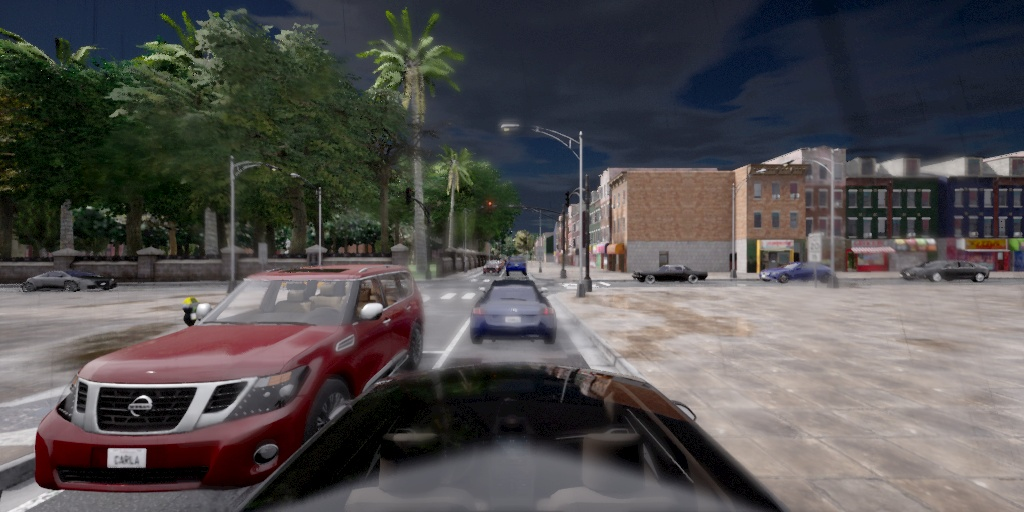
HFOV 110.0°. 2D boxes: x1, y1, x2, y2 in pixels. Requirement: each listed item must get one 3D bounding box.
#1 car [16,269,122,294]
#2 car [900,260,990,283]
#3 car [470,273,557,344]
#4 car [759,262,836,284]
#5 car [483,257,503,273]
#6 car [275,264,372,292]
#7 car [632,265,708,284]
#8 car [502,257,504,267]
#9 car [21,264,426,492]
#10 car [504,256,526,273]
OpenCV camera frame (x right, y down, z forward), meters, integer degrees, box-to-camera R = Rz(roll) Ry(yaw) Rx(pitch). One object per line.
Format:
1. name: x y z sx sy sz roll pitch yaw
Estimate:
1. car: -27.640 1.589 22.487 4.181 1.385 1.994 -1 0 0
2. car: 30.271 1.070 25.167 4.892 1.490 1.837 0 0 0
3. car: 0.042 1.316 9.585 1.994 1.385 4.181 0 0 0
4. car: 20.030 1.144 25.218 4.674 1.442 1.812 0 0 0
5. car: -2.399 1.266 43.115 1.967 1.591 4.097 0 0 0
6. car: -11.660 1.346 22.435 5.008 1.535 1.882 -1 0 -1
7. car: 10.982 1.278 25.271 4.718 1.301 1.895 0 0 1
8. car: -2.365 1.288 48.803 1.967 1.591 4.097 0 0 0
9. car: -2.622 1.065 4.970 2.192 1.841 5.009 0 0 0
10. car: 0.421 1.036 39.884 2.150 2.045 5.566 0 0 -1
